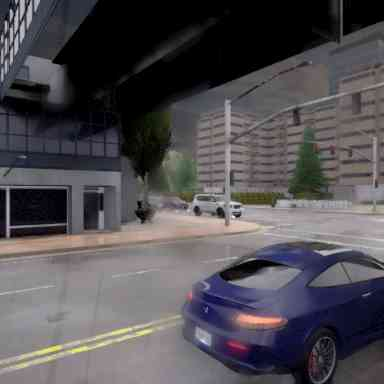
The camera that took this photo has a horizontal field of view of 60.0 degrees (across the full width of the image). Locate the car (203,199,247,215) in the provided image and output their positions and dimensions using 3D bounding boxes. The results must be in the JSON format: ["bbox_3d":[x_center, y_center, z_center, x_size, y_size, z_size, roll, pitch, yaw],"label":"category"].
[{"bbox_3d":[3.326,1.505,34.637,1.837,1.490,4.892,0,0,-36],"label":"car"}]

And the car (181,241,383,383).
[{"bbox_3d":[2.014,1.526,5.234,4.674,1.442,1.812,0,0,-35],"label":"car"}]

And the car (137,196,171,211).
[{"bbox_3d":[-5.106,1.492,40.341,2.128,1.511,4.902,0,0,-36],"label":"car"}]

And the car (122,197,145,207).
[{"bbox_3d":[-9.253,1.564,52.102,1.994,1.385,4.181,0,0,-36],"label":"car"}]

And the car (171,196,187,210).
[{"bbox_3d":[-2.400,1.352,42.574,2.097,1.767,4.553,0,0,-36],"label":"car"}]

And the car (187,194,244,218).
[{"bbox_3d":[2.219,1.222,30.196,2.150,2.045,5.566,0,0,-36],"label":"car"}]
